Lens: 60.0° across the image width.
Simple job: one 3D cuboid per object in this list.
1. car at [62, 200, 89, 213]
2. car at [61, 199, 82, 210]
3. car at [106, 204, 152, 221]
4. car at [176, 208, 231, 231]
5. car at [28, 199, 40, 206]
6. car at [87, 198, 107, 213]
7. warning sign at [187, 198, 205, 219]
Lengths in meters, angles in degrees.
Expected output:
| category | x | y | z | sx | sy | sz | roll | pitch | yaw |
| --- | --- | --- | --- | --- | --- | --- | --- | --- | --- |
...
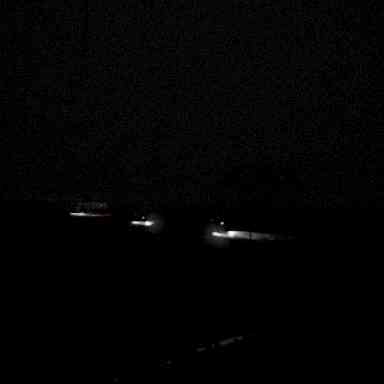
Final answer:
| category | x | y | z | sx | sy | sz | roll | pitch | yaw |
| --- | --- | --- | --- | --- | --- | --- | --- | --- | --- |
| car | -16.334 | 2.050 | 45.482 | 2.128 | 1.511 | 4.902 | 2 | -2 | -36 |
| car | -20.022 | 2.108 | 55.255 | 2.097 | 1.767 | 4.553 | 2 | -2 | -36 |
| car | -5.779 | 1.892 | 30.991 | 2.033 | 1.411 | 5.357 | 2 | -2 | -36 |
| car | 0.687 | 1.782 | 22.164 | 1.994 | 1.385 | 4.181 | 2 | -2 | -36 |
| car | -39.829 | 2.584 | 83.908 | 2.097 | 1.767 | 4.553 | 2 | -2 | -36 |
| car | -13.714 | 1.847 | 46.717 | 2.150 | 2.045 | 5.566 | 2 | -2 | -35 |
| warning sign | 0.388 | 1.563 | 31.577 | 1.300 | 1.860 | 1.060 | 3 | -2 | -36 |
